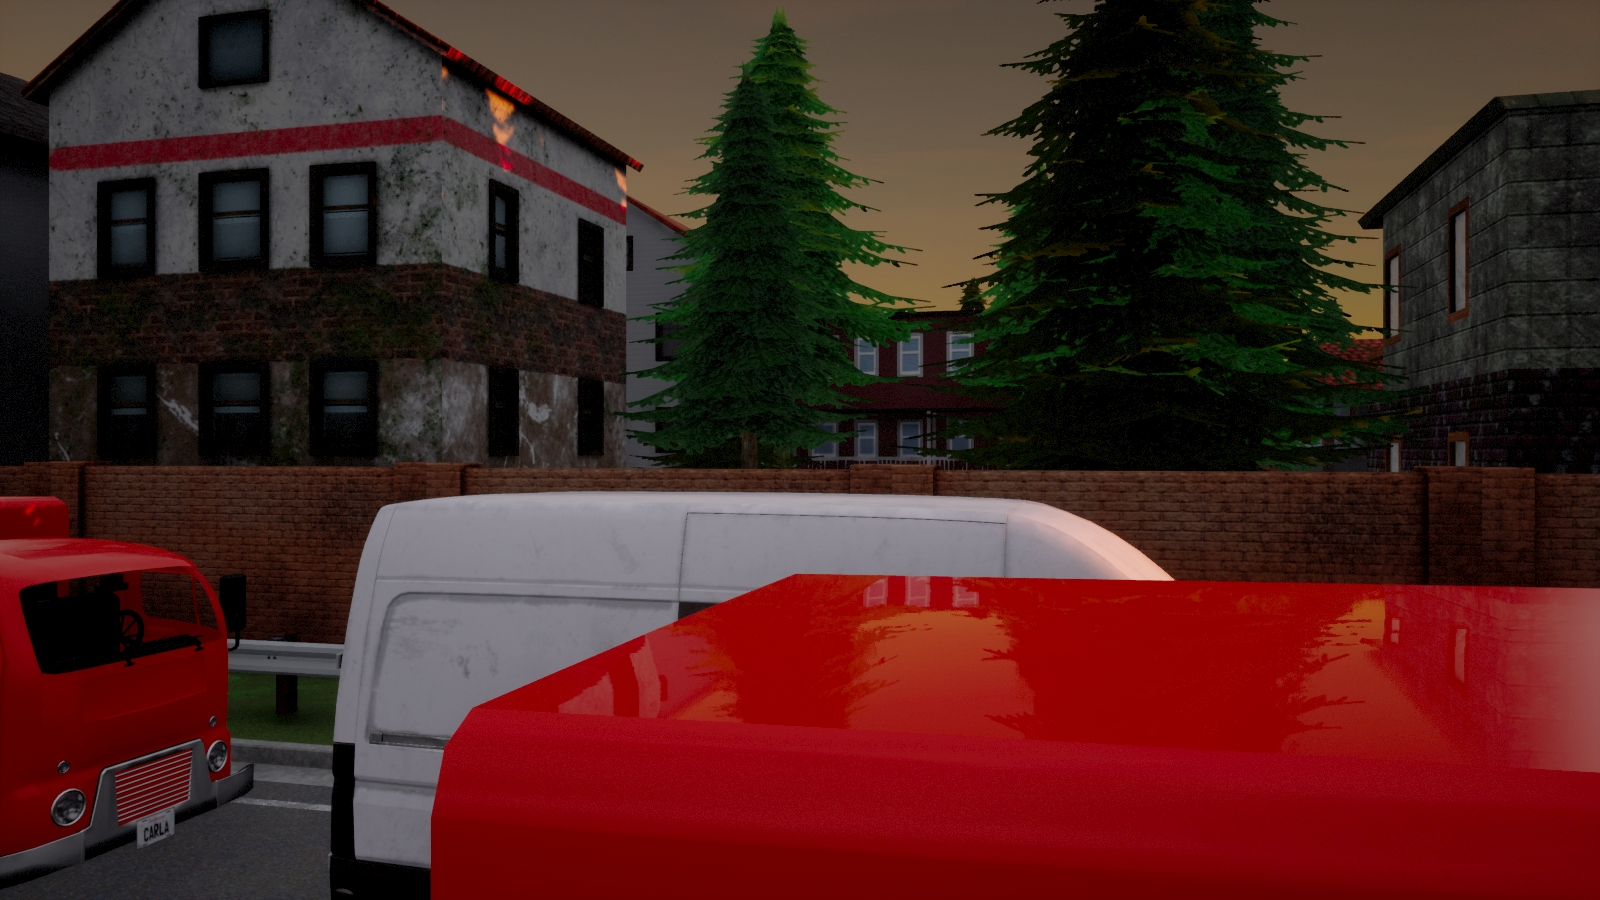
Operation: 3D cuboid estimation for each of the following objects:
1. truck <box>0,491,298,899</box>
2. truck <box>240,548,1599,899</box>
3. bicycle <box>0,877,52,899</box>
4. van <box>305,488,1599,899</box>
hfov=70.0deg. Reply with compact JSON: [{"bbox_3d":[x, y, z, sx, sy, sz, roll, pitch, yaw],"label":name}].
[{"bbox_3d":[-6.587,1.568,7.895,5.204,2.467,2.627,0,0,15],"label":"truck"},{"bbox_3d":[2.192,1.568,1.959,5.204,2.467,2.627,0,0,15],"label":"truck"},{"bbox_3d":[-3.101,2.056,3.494,1.643,1.496,0.373,0,0,16],"label":"bicycle"},{"bbox_3d":[0.608,1.535,6.000,5.915,2.561,1.988,0,0,15],"label":"van"}]
